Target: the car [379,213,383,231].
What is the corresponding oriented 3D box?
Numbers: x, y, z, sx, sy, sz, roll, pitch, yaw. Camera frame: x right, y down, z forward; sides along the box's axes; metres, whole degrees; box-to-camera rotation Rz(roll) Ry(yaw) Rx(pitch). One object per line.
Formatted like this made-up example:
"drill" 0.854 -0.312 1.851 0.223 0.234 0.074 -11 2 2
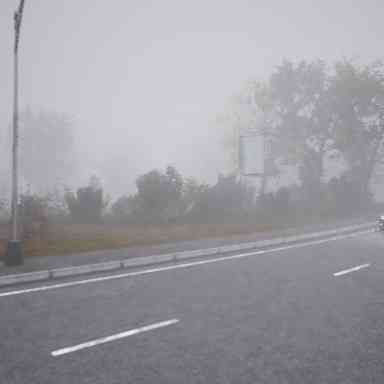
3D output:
"car" 12.603 1.364 19.346 4.553 1.767 2.097 0 0 -45
